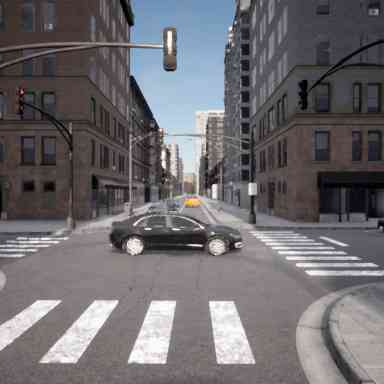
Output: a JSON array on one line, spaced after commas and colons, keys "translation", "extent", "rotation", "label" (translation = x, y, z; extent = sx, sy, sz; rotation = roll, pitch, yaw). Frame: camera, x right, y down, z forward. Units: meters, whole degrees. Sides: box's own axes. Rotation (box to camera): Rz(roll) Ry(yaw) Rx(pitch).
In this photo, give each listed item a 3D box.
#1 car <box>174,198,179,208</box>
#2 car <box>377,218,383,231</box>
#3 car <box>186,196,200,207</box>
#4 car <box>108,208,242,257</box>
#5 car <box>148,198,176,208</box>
[{"translation": [-2.837, 1.524, 39.884], "extent": [1.837, 1.490, 4.892], "rotation": [0, 0, 0], "label": "car"}, {"translation": [12.372, 1.563, 17.918], "extent": [4.313, 1.339, 1.947], "rotation": [0, 0, 0], "label": "car"}, {"translation": [0.113, 1.388, 52.799], "extent": [2.097, 1.767, 4.553], "rotation": [0, 0, 0], "label": "car"}, {"translation": [-0.606, 1.509, 12.406], "extent": [4.892, 1.490, 1.837], "rotation": [0, 0, 0], "label": "car"}, {"translation": [-2.843, 1.556, 30.016], "extent": [2.033, 1.411, 5.357], "rotation": [0, 0, 0], "label": "car"}]
